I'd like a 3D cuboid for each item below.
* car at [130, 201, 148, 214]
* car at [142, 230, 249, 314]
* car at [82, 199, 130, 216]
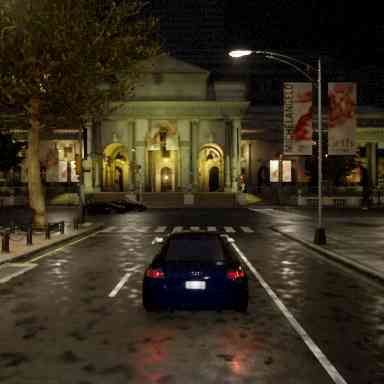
[{"bbox_3d":[-7.161,1.491,35.176,4.902,1.511,2.128,0,0,0],"label":"car"},{"bbox_3d":[0.076,1.564,7.717,1.994,1.385,4.181,0,0,0],"label":"car"},{"bbox_3d":[-8.393,1.564,31.682,4.181,1.385,1.994,0,0,0],"label":"car"}]
